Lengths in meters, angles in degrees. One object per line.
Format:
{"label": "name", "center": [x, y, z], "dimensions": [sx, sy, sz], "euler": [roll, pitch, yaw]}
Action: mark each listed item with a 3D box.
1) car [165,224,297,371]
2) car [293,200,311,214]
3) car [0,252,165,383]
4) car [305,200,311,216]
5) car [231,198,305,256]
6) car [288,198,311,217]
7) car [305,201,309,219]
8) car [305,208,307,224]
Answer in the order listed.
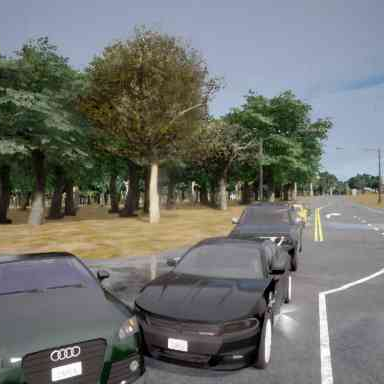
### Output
{"label": "car", "center": [0.740, 1.613, 6.256], "dimensions": [1.882, 1.535, 5.008], "euler": [-1, -2, 21]}
{"label": "car", "center": [13.328, 1.748, 40.141], "dimensions": [1.812, 1.442, 4.674], "euler": [-1, 0, 21]}
{"label": "car", "center": [-2.307, 1.643, 4.960], "dimensions": [1.994, 1.385, 4.181], "euler": [1, -2, -33]}
{"label": "car", "center": [9.302, 1.725, 29.557], "dimensions": [1.812, 1.442, 4.674], "euler": [-1, 0, 21]}
{"label": "car", "center": [2.862, 1.460, 12.396], "dimensions": [2.150, 2.045, 5.566], "euler": [-2, 0, 21]}
{"label": "car", "center": [11.331, 1.563, 34.931], "dimensions": [2.097, 1.767, 4.553], "euler": [-1, 0, 21]}
{"label": "car", "center": [7.241, 1.664, 24.053], "dimensions": [1.882, 1.535, 5.008], "euler": [-1, 0, 21]}
{"label": "car", "center": [5.091, 1.775, 18.300], "dimensions": [1.895, 1.301, 4.718], "euler": [-1, 0, 21]}
